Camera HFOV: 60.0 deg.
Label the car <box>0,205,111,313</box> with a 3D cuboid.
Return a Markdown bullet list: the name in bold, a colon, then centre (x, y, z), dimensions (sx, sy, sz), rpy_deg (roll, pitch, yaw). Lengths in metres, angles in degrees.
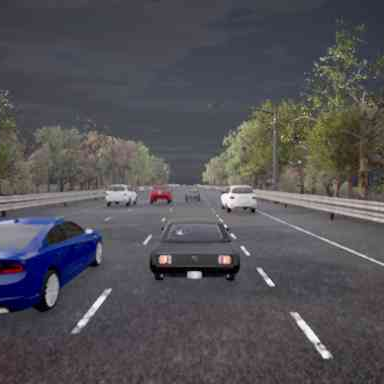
- **car**: centre (-3.400, 1.274, 7.305), dimensions (1.882, 1.535, 5.008), rpy_deg (0, 1, 0)

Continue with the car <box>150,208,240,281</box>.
- **car**: centre (0.095, 1.350, 9.000), dimensions (1.895, 1.301, 4.718), rpy_deg (0, 1, 1)

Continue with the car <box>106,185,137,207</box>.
- **car**: centre (-6.916, 0.329, 33.088), dimensions (2.150, 2.045, 5.566), rpy_deg (0, 1, 1)

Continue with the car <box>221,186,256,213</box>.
- **car**: centre (3.615, 0.506, 26.550), dimensions (2.150, 2.045, 5.566), rpy_deg (0, 2, -2)

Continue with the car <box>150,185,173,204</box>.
- **car**: centre (-3.401, 0.205, 37.646), dimensions (2.150, 2.045, 5.566), rpy_deg (0, 0, 0)

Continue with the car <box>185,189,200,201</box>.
- **car**: centre (0.094, 0.332, 43.338), dimensions (2.128, 1.511, 4.902), rpy_deg (0, 1, 0)
